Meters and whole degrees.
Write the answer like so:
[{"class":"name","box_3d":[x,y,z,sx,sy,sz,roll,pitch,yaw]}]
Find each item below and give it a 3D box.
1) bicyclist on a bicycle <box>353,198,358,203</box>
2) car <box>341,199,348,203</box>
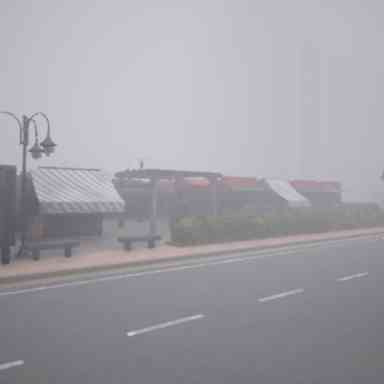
[{"class":"bicyclist on a bicycle","box_3d":[25.660,1.801,52.172,1.656,1.620,0.582,0,0,-36]},{"class":"car","box_3d":[29.124,1.790,66.368,1.905,1.878,3.866,1,0,-36]}]
